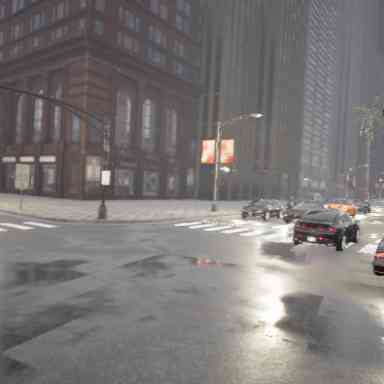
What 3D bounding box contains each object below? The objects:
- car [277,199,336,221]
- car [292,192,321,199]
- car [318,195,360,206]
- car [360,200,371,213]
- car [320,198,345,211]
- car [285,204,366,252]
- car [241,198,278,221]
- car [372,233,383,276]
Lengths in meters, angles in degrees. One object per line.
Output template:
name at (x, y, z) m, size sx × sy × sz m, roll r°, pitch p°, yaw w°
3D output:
car at (8.080, 1.460, 23.113) m, size 2.033 × 1.411 × 5.357 m, roll 4°, pitch 2°, yaw 36°
car at (11.338, 1.090, 33.004) m, size 2.150 × 2.045 × 5.566 m, roll 4°, pitch 1°, yaw 36°
car at (13.582, 1.385, 30.590) m, size 2.097 × 1.767 × 4.553 m, roll 4°, pitch 1°, yaw 36°
car at (19.573, 1.665, 38.691) m, size 2.128 × 1.511 × 4.902 m, roll 4°, pitch 1°, yaw 36°
car at (17.479, 1.538, 41.329) m, size 1.812 × 1.442 × 4.674 m, roll 4°, pitch 1°, yaw 36°
car at (5.865, 1.500, 14.239) m, size 1.837 × 1.490 × 4.892 m, roll 4°, pitch 2°, yaw 36°
car at (5.371, 1.241, 24.954) m, size 1.837 × 1.490 × 4.892 m, roll 4°, pitch 1°, yaw 34°
car at (6.645, 1.675, 9.823) m, size 2.033 × 1.411 × 5.357 m, roll 4°, pitch 1°, yaw 36°
